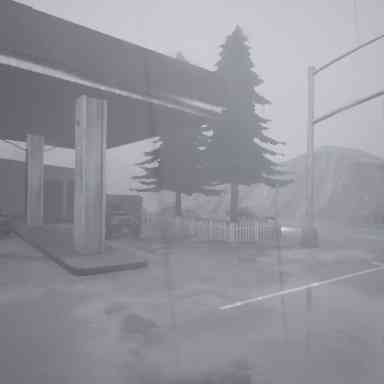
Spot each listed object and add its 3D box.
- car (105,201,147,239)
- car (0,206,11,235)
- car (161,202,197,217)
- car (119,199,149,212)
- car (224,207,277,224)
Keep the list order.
[{"bbox_3d":[-4.413,1.446,18.345,1.905,1.878,3.866,1,0,-36],"label":"car"},{"bbox_3d":[-11.544,1.522,18.557,2.242,1.667,4.611,1,0,-36],"label":"car"},{"bbox_3d":[-1.402,1.709,33.072,1.812,1.442,4.674,1,0,-35],"label":"car"},{"bbox_3d":[-7.334,1.640,41.505,1.812,1.442,4.674,1,0,-35],"label":"car"},{"bbox_3d":[4.307,1.814,24.936,1.994,1.385,4.181,1,0,-35],"label":"car"}]
